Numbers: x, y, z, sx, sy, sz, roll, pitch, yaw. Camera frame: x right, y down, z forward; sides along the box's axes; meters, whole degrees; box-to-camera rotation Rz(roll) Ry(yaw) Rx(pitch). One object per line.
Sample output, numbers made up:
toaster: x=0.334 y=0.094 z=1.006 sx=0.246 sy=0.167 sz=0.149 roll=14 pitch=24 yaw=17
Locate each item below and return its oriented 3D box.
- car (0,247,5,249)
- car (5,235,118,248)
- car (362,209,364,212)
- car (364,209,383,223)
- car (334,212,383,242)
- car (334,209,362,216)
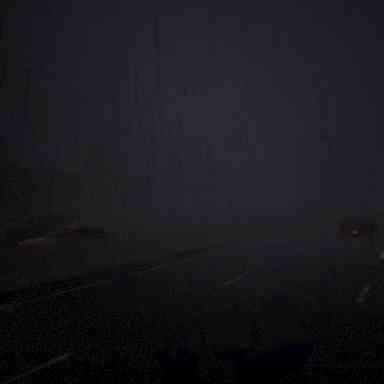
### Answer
car: x=-9.039 y=2.445 z=16.914 sx=1.882 sy=1.535 sz=5.008 roll=-3 pitch=-3 yaw=33
car: x=-5.670 y=2.321 z=15.679 sx=1.882 sy=1.535 sz=5.008 roll=-3 pitch=-3 yaw=33
car: x=27.143 y=3.440 z=53.474 sx=1.812 sy=1.442 sz=4.674 roll=-3 pitch=-3 yaw=29
car: x=20.443 y=2.750 z=36.165 sx=2.128 sy=1.511 sz=4.902 roll=-3 pitch=-3 yaw=33
car: x=10.766 y=2.251 z=21.321 sx=1.882 sy=1.535 sz=5.008 roll=-3 pitch=-4 yaw=33
car: x=18.101 y=2.784 z=38.987 sx=2.097 sy=1.767 sz=4.553 roll=-3 pitch=-3 yaw=34
